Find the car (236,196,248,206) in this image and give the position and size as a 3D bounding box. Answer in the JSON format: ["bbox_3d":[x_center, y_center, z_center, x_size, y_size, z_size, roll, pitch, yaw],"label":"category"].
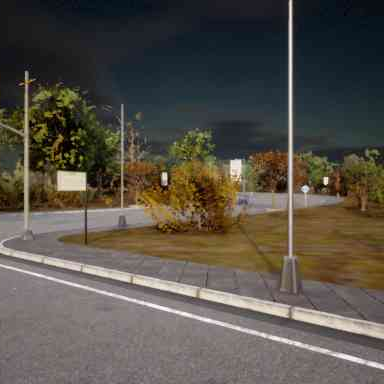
[{"bbox_3d":[7.018,1.334,51.764,1.812,1.442,4.674,0,1,39],"label":"car"}]
